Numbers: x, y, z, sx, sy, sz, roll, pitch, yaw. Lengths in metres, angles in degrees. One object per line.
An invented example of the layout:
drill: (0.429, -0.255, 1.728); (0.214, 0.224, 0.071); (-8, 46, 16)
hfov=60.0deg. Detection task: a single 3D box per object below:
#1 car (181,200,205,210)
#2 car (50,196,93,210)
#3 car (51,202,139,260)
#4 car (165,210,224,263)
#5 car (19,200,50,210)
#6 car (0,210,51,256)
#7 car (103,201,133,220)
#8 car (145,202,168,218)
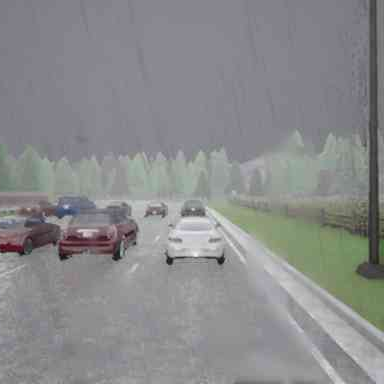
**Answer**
car: (0.102, 1.514, 30.401); (2.097, 1.767, 4.553); (0, 0, 0)
car: (-10.398, 1.384, 30.175); (2.150, 2.045, 5.566); (0, 0, 0)
car: (-3.399, 1.421, 12.955); (2.097, 1.767, 4.553); (0, 0, 0)
car: (0.102, 1.590, 12.058); (1.812, 1.442, 4.674); (0, 0, 0)
car: (-13.897, 1.514, 30.446); (2.097, 1.767, 4.553); (0, 0, 0)
car: (-6.899, 1.637, 13.502); (1.994, 1.385, 4.181); (0, 0, 0)
car: (-6.898, 1.675, 31.542); (1.837, 1.490, 4.892); (0, 0, 0)
car: (-3.396, 1.699, 32.534); (1.812, 1.442, 4.674); (0, 0, 0)
